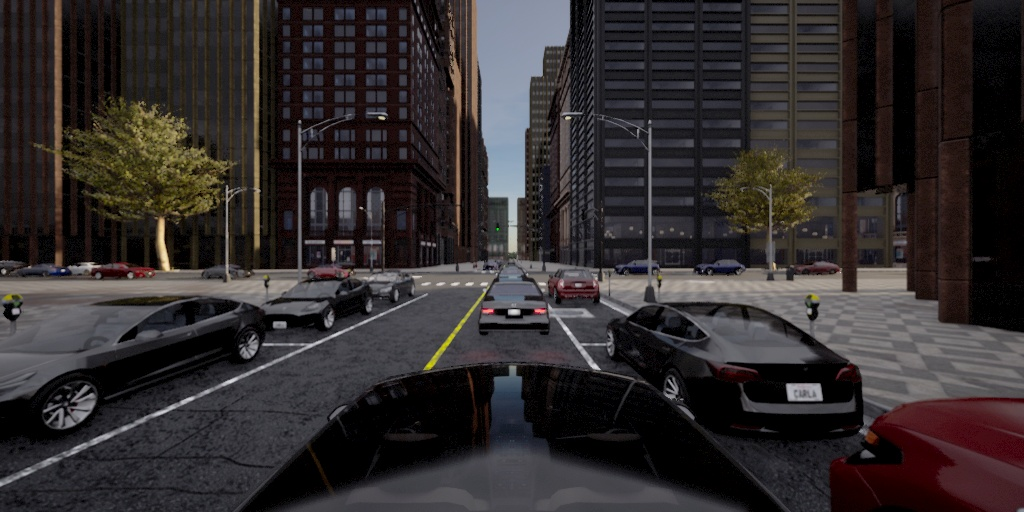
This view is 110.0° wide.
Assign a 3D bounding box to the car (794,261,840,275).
[{"bbox_3d":[32.313,1.299,38.393,4.674,1.442,1.812,0,0,0],"label":"car"}]

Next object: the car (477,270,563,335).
[{"bbox_3d":[0.058,1.323,10.605,2.033,1.411,5.357,0,0,0],"label":"car"}]

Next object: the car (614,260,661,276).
[{"bbox_3d":[13.320,1.167,38.343,4.553,1.767,2.097,0,0,0],"label":"car"}]

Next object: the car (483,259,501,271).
[{"bbox_3d":[-3.093,1.268,53.040,2.097,1.767,4.553,0,0,0],"label":"car"}]

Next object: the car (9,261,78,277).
[{"bbox_3d":[-49.783,1.548,38.150,4.181,1.385,1.994,0,0,0],"label":"car"}]

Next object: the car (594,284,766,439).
[{"bbox_3d":[2.759,1.326,5.456,1.948,1.339,4.313,0,0,0],"label":"car"}]

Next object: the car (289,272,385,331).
[{"bbox_3d":[-5.770,1.343,11.084,1.948,1.339,4.313,0,0,0],"label":"car"}]

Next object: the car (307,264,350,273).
[{"bbox_3d":[-17.490,1.462,34.805,4.181,1.385,1.994,0,0,0],"label":"car"}]

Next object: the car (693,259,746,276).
[{"bbox_3d":[22.035,1.148,38.368,4.553,1.767,2.097,0,0,0],"label":"car"}]

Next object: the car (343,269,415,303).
[{"bbox_3d":[-5.774,1.344,16.720,2.007,1.370,4.403,0,0,0],"label":"car"}]

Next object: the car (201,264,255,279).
[{"bbox_3d":[-27.496,1.490,34.779,4.181,1.385,1.994,0,0,0],"label":"car"}]

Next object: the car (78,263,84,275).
[{"bbox_3d":[-49.253,1.502,41.341,4.674,1.442,1.812,0,0,1],"label":"car"}]

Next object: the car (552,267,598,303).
[{"bbox_3d":[2.751,1.233,16.728,1.967,1.591,4.097,0,0,0],"label":"car"}]

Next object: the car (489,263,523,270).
[{"bbox_3d":[-0.004,1.354,21.131,2.033,1.411,5.357,0,0,0],"label":"car"}]

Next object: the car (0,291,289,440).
[{"bbox_3d":[-5.766,1.326,5.447,1.948,1.339,4.313,0,0,0],"label":"car"}]

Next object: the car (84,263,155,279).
[{"bbox_3d":[-37.603,1.433,34.754,5.008,1.535,1.882,0,0,0],"label":"car"}]

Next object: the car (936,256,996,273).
[{"bbox_3d":[48.109,0.971,38.359,5.566,2.045,2.150,0,0,0],"label":"car"}]
